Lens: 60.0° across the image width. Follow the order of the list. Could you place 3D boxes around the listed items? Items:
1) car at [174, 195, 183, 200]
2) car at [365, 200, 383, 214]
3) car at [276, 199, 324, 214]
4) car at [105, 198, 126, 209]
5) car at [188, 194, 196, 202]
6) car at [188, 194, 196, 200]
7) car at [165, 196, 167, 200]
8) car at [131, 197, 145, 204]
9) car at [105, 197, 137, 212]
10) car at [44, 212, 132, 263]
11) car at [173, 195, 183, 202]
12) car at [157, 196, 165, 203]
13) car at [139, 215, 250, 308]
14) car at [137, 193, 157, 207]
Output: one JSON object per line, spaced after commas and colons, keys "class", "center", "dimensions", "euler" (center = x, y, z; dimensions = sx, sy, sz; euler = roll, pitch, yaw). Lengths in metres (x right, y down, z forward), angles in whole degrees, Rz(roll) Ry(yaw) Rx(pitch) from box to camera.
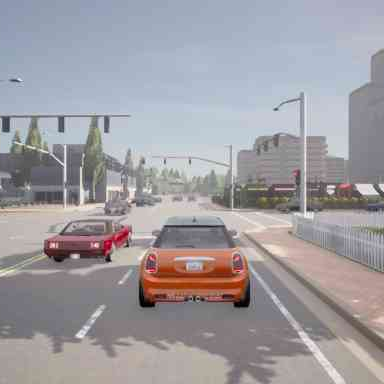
{"class": "car", "center": [-3.544, 1.425, 87.709], "dimensions": [1.994, 1.385, 4.181], "euler": [0, 0, 0]}
{"class": "car", "center": [20.898, 1.478, 35.005], "dimensions": [5.008, 1.535, 1.882], "euler": [0, 0, -2]}
{"class": "car", "center": [11.254, 1.491, 34.762], "dimensions": [4.902, 1.511, 2.128], "euler": [0, 0, -1]}
{"class": "car", "center": [-10.621, 1.564, 46.334], "dimensions": [1.994, 1.385, 4.181], "euler": [0, 0, 0]}
{"class": "car", "center": [-0.039, 1.531, 77.437], "dimensions": [2.033, 1.411, 5.357], "euler": [0, 0, 0]}
{"class": "car", "center": [-0.044, 1.398, 87.712], "dimensions": [2.128, 1.511, 4.902], "euler": [0, 0, 0]}
{"class": "car", "center": [-7.041, 1.509, 81.412], "dimensions": [1.812, 1.442, 4.674], "euler": [0, 0, 0]}
{"class": "car", "center": [-10.565, 1.601, 65.454], "dimensions": [1.895, 1.301, 4.718], "euler": [0, 0, 0]}
{"class": "car", "center": [-7.117, 1.491, 32.354], "dimensions": [2.128, 1.511, 4.902], "euler": [0, 0, 0]}
{"class": "car", "center": [-3.422, 1.601, 11.996], "dimensions": [1.895, 1.301, 4.718], "euler": [0, 0, 0]}
{"class": "car", "center": [-3.539, 1.513, 77.754], "dimensions": [1.812, 1.442, 4.674], "euler": [0, 0, 0]}
{"class": "car", "center": [-7.066, 1.563, 66.135], "dimensions": [1.994, 1.385, 4.181], "euler": [0, 0, 1]}
{"class": "car", "center": [0.060, 1.352, 8.101], "dimensions": [2.097, 1.767, 4.553], "euler": [0, 0, 0]}
{"class": "car", "center": [-7.120, 1.215, 51.155], "dimensions": [2.150, 2.045, 5.566], "euler": [0, 1, 1]}
